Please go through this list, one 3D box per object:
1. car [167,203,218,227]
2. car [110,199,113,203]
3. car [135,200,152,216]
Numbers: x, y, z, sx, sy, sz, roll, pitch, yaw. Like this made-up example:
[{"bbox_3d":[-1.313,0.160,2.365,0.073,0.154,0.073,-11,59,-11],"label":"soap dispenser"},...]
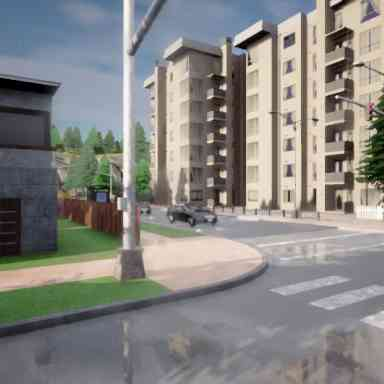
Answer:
[{"bbox_3d":[-0.081,1.508,23.153,2.128,1.511,4.902,0,0,-30],"label":"car"},{"bbox_3d":[-12.245,1.239,44.138,2.150,2.045,5.566,0,0,-30],"label":"car"},{"bbox_3d":[-5.508,1.509,32.473,2.128,1.511,4.902,0,0,-30],"label":"car"}]
